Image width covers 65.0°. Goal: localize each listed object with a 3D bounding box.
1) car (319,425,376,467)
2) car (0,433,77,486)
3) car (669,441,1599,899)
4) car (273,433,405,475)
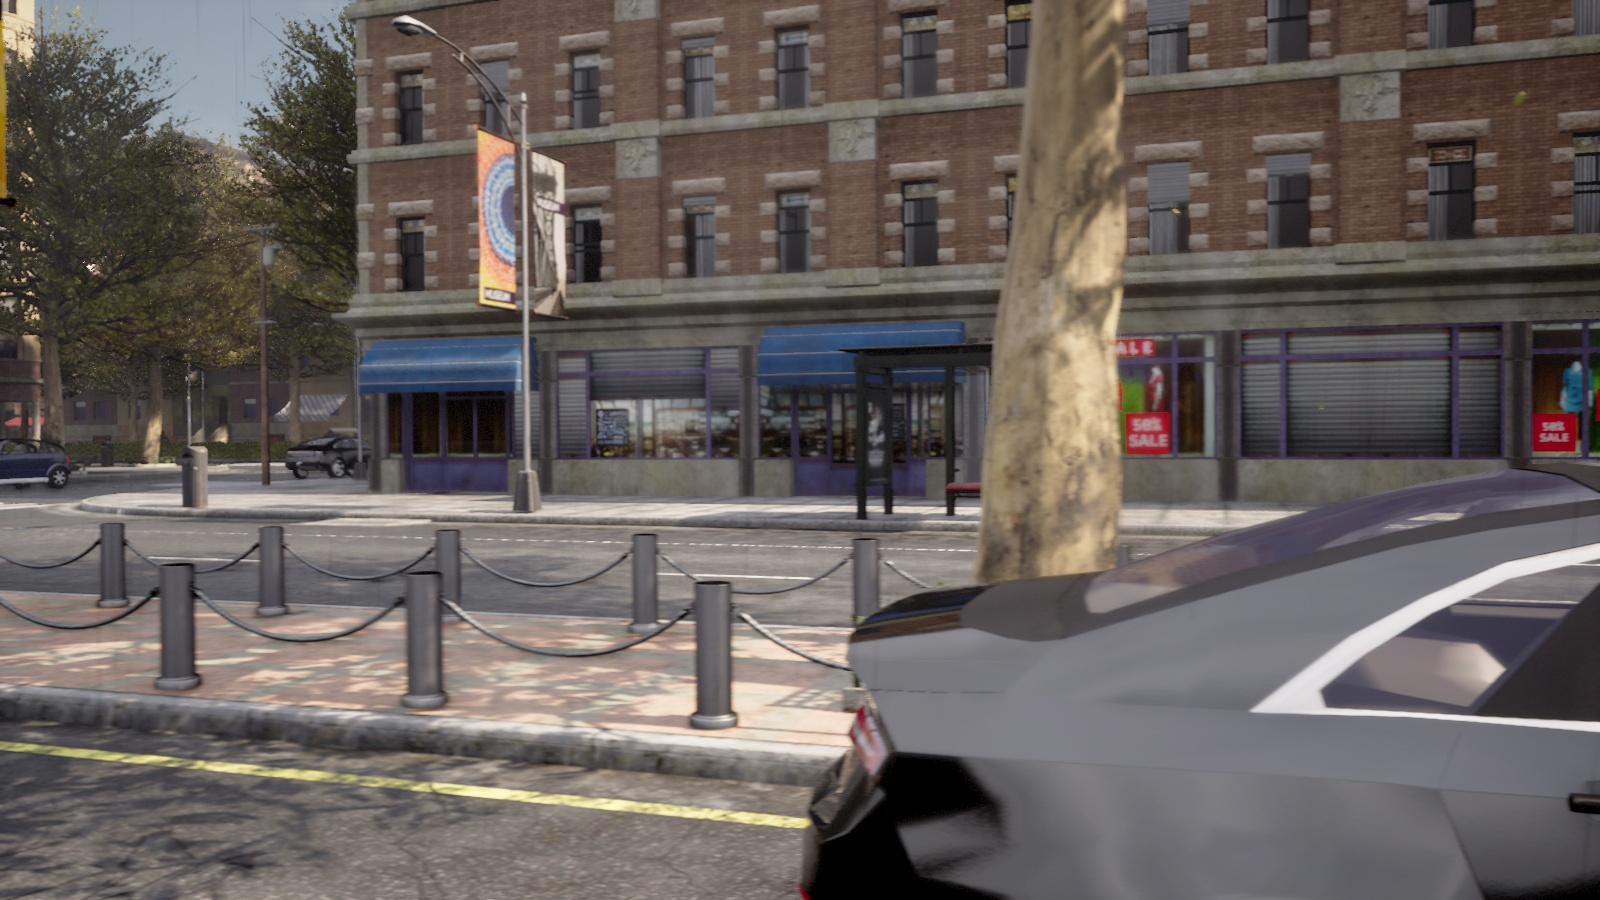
[{"bbox_3d":[-20.972,-0.213,58.130,1.905,1.878,3.866,0,1,-28],"label":"car"},{"bbox_3d":[-24.208,0.264,38.075,1.789,1.549,3.705,0,1,18],"label":"car"},{"bbox_3d":[2.441,0.750,2.371,4.902,1.511,2.128,0,1,19],"label":"car"},{"bbox_3d":[-17.436,0.097,47.783,2.128,1.511,4.902,0,1,18],"label":"car"}]
